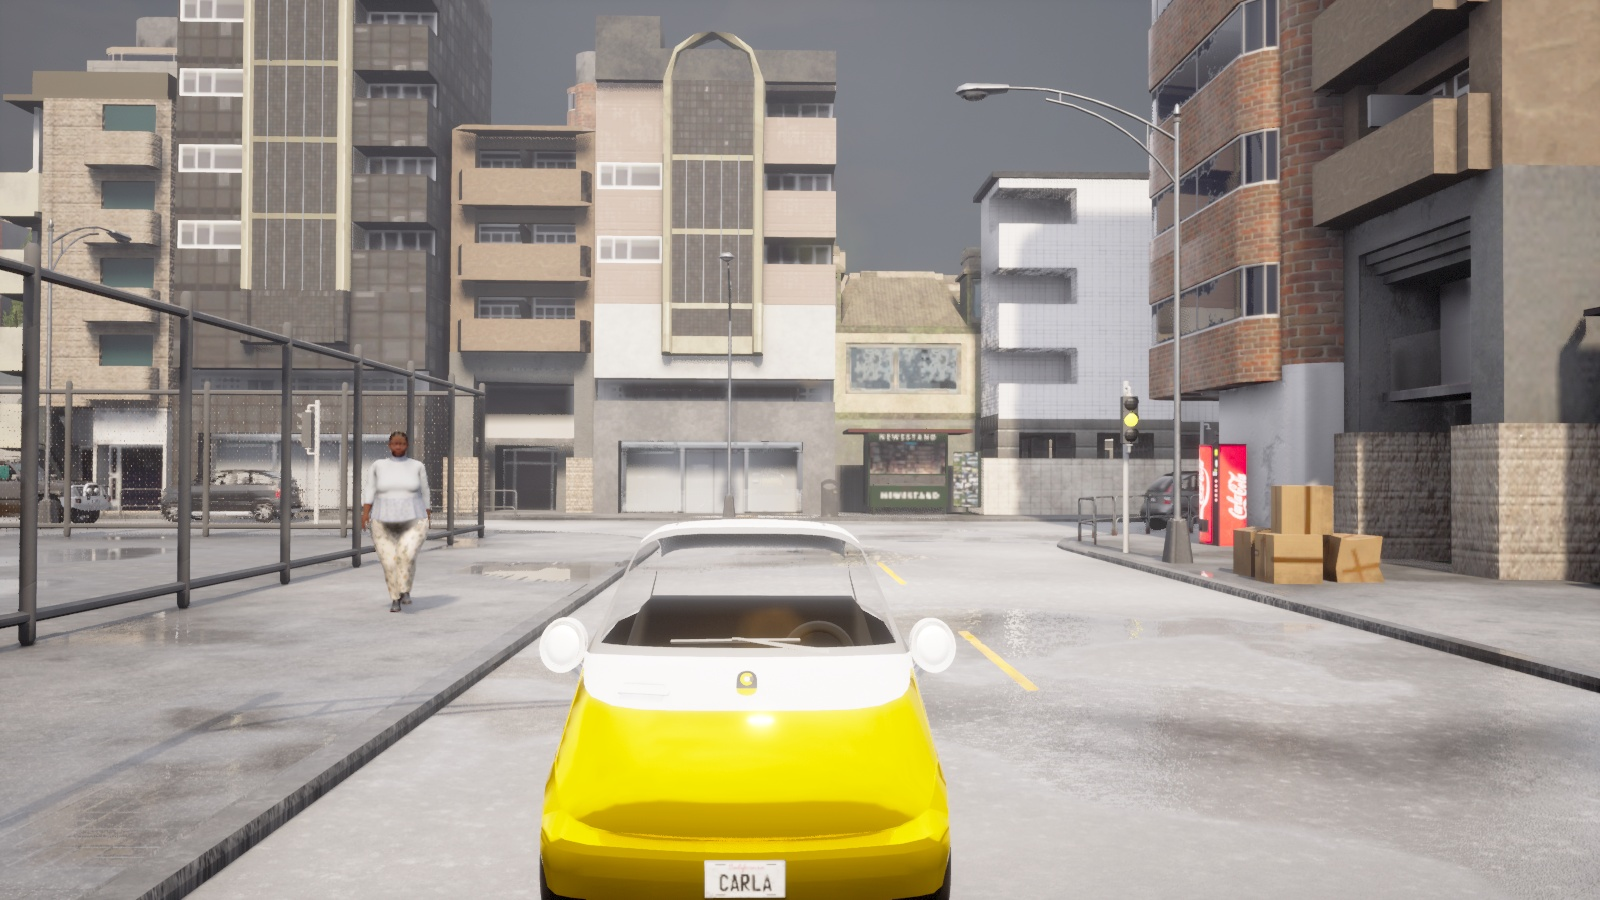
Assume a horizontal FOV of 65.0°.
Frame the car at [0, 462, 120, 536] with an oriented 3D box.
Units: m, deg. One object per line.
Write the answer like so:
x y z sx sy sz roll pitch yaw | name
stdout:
-20.481 1.259 32.573 4.605 1.855 1.932 0 -1 -1 | car

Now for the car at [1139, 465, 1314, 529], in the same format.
11.301 1.227 33.412 3.988 1.617 1.851 0 -1 -7 | car

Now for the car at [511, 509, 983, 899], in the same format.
-0.190 0.955 5.061 1.481 1.376 2.207 0 -1 -1 | car

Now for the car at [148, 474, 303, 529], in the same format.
-16.707 1.474 36.671 3.705 1.549 1.789 0 -1 -2 | car

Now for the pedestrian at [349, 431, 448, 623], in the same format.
-4.047 0.754 12.722 0.874 1.855 0.900 0 -1 -12 | pedestrian
